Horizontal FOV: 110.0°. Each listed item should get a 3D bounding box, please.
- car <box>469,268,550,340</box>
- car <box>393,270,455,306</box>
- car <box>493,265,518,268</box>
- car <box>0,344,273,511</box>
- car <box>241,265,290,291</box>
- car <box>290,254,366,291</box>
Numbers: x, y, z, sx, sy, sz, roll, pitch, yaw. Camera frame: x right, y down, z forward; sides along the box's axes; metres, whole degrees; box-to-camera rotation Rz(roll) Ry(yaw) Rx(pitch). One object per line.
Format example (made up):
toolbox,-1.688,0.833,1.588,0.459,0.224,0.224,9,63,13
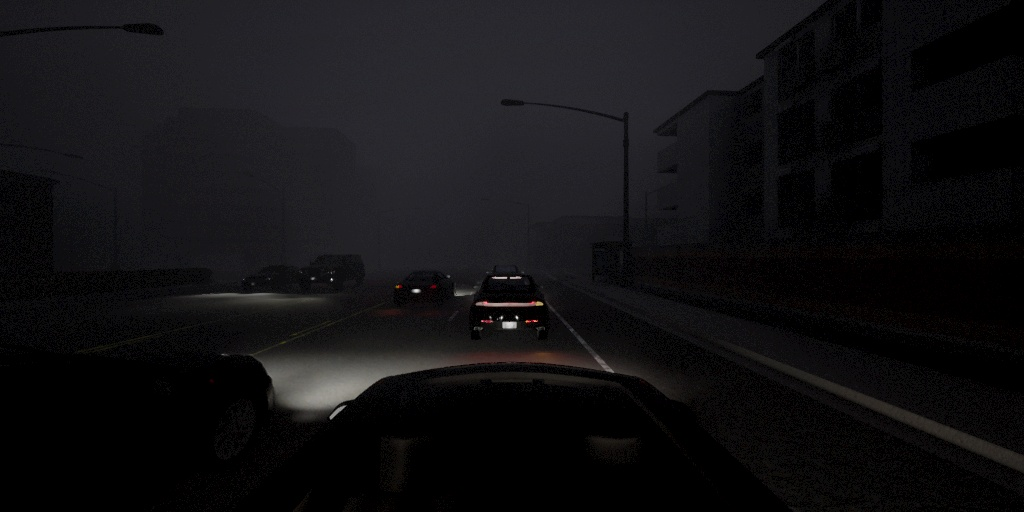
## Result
car,-0.091,1.242,9.974,2.128,1.511,4.902,0,0,-1
car,-3.740,1.314,15.838,1.994,1.385,4.181,0,0,-1
car,-0.358,1.242,19.563,2.128,1.511,4.902,0,0,-2
car,-3.525,1.255,1.932,1.837,1.490,4.892,0,0,0
car,-14.542,1.279,22.310,1.812,1.442,4.674,0,0,-2
car,-11.044,0.884,22.432,2.150,2.045,5.566,0,0,-2
